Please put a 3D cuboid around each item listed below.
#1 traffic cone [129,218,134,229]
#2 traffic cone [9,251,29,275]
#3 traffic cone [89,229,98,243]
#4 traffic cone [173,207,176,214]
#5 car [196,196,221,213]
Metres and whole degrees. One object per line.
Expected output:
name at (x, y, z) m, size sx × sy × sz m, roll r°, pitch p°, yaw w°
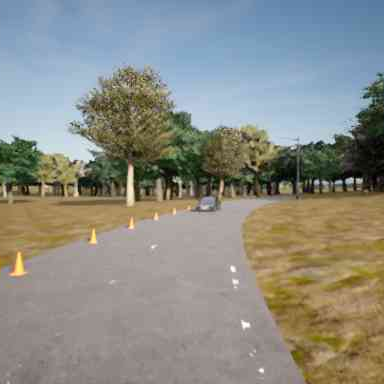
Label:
traffic cone at (-3.448, 1.773, 18.986) m, size 0.340 × 0.580 × 0.340 m, roll 0°, pitch 1°, yaw 9°
traffic cone at (-4.599, 1.876, 8.850) m, size 0.340 × 0.580 × 0.340 m, roll 0°, pitch 0°, yaw 4°
traffic cone at (-4.120, 1.828, 13.929) m, size 0.340 × 0.580 × 0.340 m, roll 0°, pitch 1°, yaw 6°
traffic cone at (-1.533, 1.638, 29.005) m, size 0.340 × 0.580 × 0.340 m, roll 0°, pitch 1°, yaw 13°
car at (1.678, 1.168, 32.318) m, size 1.812 × 1.442 × 4.674 m, roll 1°, pitch 1°, yaw 15°
